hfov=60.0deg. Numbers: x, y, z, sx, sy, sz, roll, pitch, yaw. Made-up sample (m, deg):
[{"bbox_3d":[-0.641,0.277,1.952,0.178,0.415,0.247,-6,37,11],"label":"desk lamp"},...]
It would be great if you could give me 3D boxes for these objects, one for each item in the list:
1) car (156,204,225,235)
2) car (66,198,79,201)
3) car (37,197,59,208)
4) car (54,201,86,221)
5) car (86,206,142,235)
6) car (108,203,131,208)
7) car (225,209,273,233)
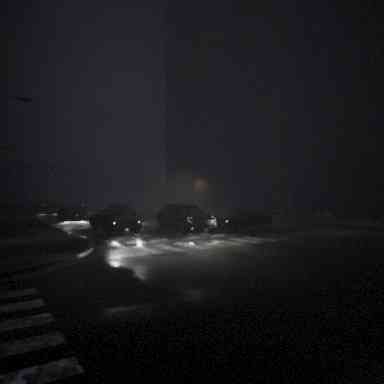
[{"bbox_3d":[-0.412,1.523,20.061,2.097,1.767,4.553,0,0,-32],"label":"car"},{"bbox_3d":[-16.222,1.769,45.657,2.097,1.767,4.553,0,0,-32],"label":"car"},{"bbox_3d":[-19.179,1.628,43.785,1.837,1.490,4.892,0,0,-32],"label":"car"},{"bbox_3d":[-10.981,1.852,30.417,1.994,1.385,4.181,0,0,-32],"label":"car"},{"bbox_3d":[-4.759,1.799,20.387,1.895,1.301,4.718,0,0,-32],"label":"car"},{"bbox_3d":[-6.454,1.765,29.754,1.837,1.490,4.892,0,0,-32],"label":"car"},{"bbox_3d":[3.051,1.758,21.010,4.718,1.301,1.895,0,0,-43],"label":"car"}]
